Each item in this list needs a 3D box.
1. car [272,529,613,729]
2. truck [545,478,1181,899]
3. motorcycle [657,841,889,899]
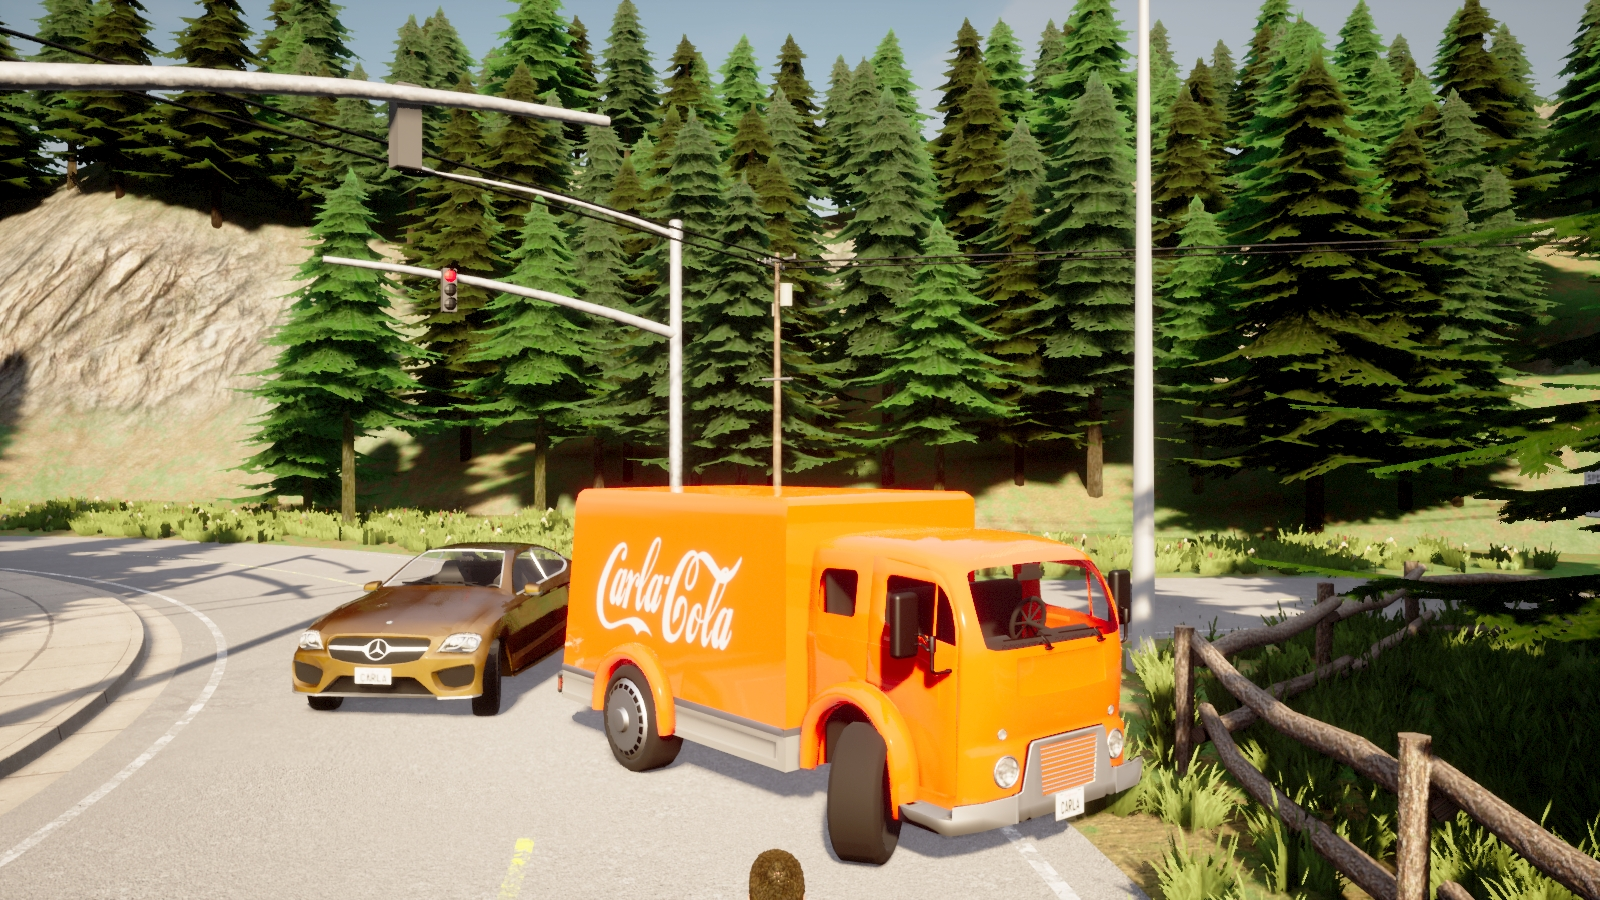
[{"bbox_3d":[-4.038,1.970,14.038,2.152,1.651,5.027,0,0,6],"label":"car"},{"bbox_3d":[0.202,1.542,9.769,2.627,2.467,5.204,0,0,-39],"label":"truck"},{"bbox_3d":[-0.074,2.159,3.526,0.803,1.199,2.033,0,0,-2],"label":"motorcycle"}]
